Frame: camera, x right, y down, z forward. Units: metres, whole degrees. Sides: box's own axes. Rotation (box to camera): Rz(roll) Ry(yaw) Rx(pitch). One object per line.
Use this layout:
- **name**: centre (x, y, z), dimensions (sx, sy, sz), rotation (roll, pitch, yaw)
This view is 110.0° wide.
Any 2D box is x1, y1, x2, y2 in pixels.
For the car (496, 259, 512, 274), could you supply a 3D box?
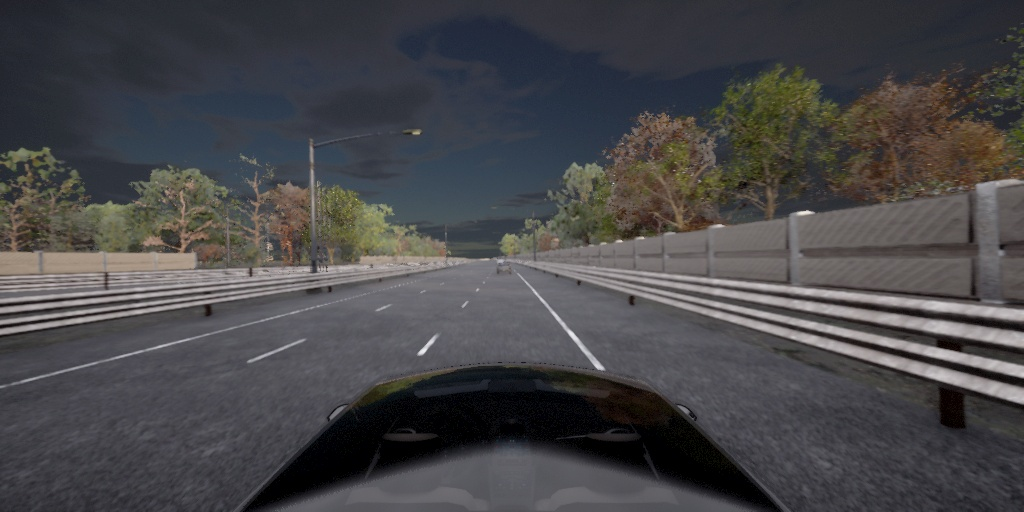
- **car**: centre (-1.038, 1.539, 46.548), dimensions (2.128, 1.511, 4.902), rotation (-2, 0, -1)
